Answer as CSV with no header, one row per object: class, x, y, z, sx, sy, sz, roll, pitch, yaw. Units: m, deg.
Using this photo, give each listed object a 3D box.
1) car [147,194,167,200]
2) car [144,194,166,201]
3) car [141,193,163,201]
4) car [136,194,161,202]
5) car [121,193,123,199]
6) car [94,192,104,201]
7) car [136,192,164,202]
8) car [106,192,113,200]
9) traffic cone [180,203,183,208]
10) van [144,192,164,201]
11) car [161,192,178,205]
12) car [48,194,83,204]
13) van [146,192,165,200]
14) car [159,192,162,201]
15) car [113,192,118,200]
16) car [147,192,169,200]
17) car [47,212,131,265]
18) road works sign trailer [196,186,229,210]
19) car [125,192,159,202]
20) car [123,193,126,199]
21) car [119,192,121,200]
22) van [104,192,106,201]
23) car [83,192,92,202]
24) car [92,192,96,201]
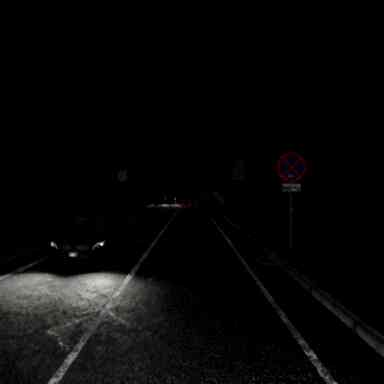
car,-8.830,1.298,84.608,5.008,1.535,2.097,0,0,0
car,-8.824,1.270,79.002,4.892,1.521,2.231,0,0,0
car,-8.796,1.113,73.395,4.553,1.767,2.185,0,0,0
car,-8.834,1.217,67.788,4.892,1.521,2.231,0,0,0
car,-21.950,1.359,90.048,4.792,1.488,2.163,0,0,0
car,-21.876,1.102,70.555,4.553,1.767,2.185,0,0,0
car,-8.856,0.976,70.594,5.566,2.045,2.435,0,0,0
car,-21.907,1.310,78.907,4.674,1.452,2.002,0,0,0
traffic cone,-1.369,1.754,43.921,0.340,0.580,0.340,0,0,0
van,-8.712,1.028,76.199,4.442,1.987,1.878,0,0,0
car,-3.307,1.107,53.503,2.097,1.767,4.553,0,0,0
car,-21.910,1.211,56.631,5.008,1.535,2.097,0,0,0
van,-8.949,1.058,81.806,4.442,1.987,1.878,0,0,0
car,-8.860,0.955,62.184,5.566,2.045,2.435,0,0,0
car,-21.727,1.281,81.692,5.366,1.575,1.946,0,0,0
car,-8.867,1.062,87.413,5.566,2.045,2.435,0,0,0
car,-3.334,1.473,11.622,1.812,1.442,4.674,0,0,0
road works sign trailer,2.376,0.890,38.774,3.560,2.880,2.380,-5,45,-44
car,-8.828,1.208,59.383,4.892,1.521,2.231,0,0,0
car,-21.896,1.095,92.833,5.566,2.045,2.435,0,0,0
car,-21.888,1.344,87.263,4.792,1.488,2.163,0,0,0
van,-22.023,1.014,73.336,4.442,1.987,1.878,0,0,0
car,-21.916,1.207,62.199,5.008,1.535,2.097,0,0,0
car,-21.911,1.251,64.986,4.674,1.452,2.002,0,0,0
